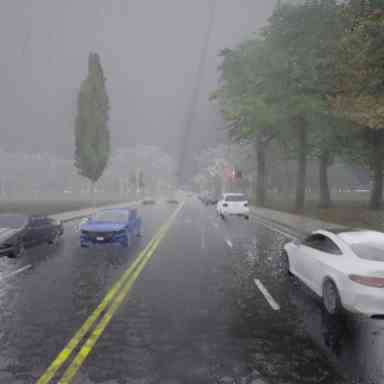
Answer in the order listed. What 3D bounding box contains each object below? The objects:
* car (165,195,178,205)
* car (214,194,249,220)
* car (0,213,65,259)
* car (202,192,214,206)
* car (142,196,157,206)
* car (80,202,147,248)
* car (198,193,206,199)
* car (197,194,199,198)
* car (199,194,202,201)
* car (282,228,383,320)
[{"bbox_3d":[-3.483,1.223,56.926,2.097,1.767,4.553,0,0,0],"label":"car"},{"bbox_3d":[3.303,1.145,27.638,2.150,2.045,5.566,0,0,0],"label":"car"},{"bbox_3d":[-6.613,1.510,12.640,2.033,1.411,5.357,0,0,0],"label":"car"},{"bbox_3d":[3.102,1.233,50.805,2.097,1.767,4.553,0,0,0],"label":"car"},{"bbox_3d":[-6.728,1.355,53.125,1.882,1.535,5.008,0,0,0],"label":"car"},{"bbox_3d":[-3.367,1.434,14.678,1.882,1.535,5.008,0,0,0],"label":"car"},{"bbox_3d":[2.762,1.240,94.856,2.033,1.649,4.856,0,0,-1],"label":"car"},{"bbox_3d":[2.866,1.330,83.881,2.163,1.488,4.792,0,0,-1],"label":"car"},{"bbox_3d":[3.036,1.083,61.870,2.150,2.045,5.566,0,0,0],"label":"car"},{"bbox_3d":[3.343,1.503,7.195,1.812,1.442,4.674,0,0,0],"label":"car"}]
